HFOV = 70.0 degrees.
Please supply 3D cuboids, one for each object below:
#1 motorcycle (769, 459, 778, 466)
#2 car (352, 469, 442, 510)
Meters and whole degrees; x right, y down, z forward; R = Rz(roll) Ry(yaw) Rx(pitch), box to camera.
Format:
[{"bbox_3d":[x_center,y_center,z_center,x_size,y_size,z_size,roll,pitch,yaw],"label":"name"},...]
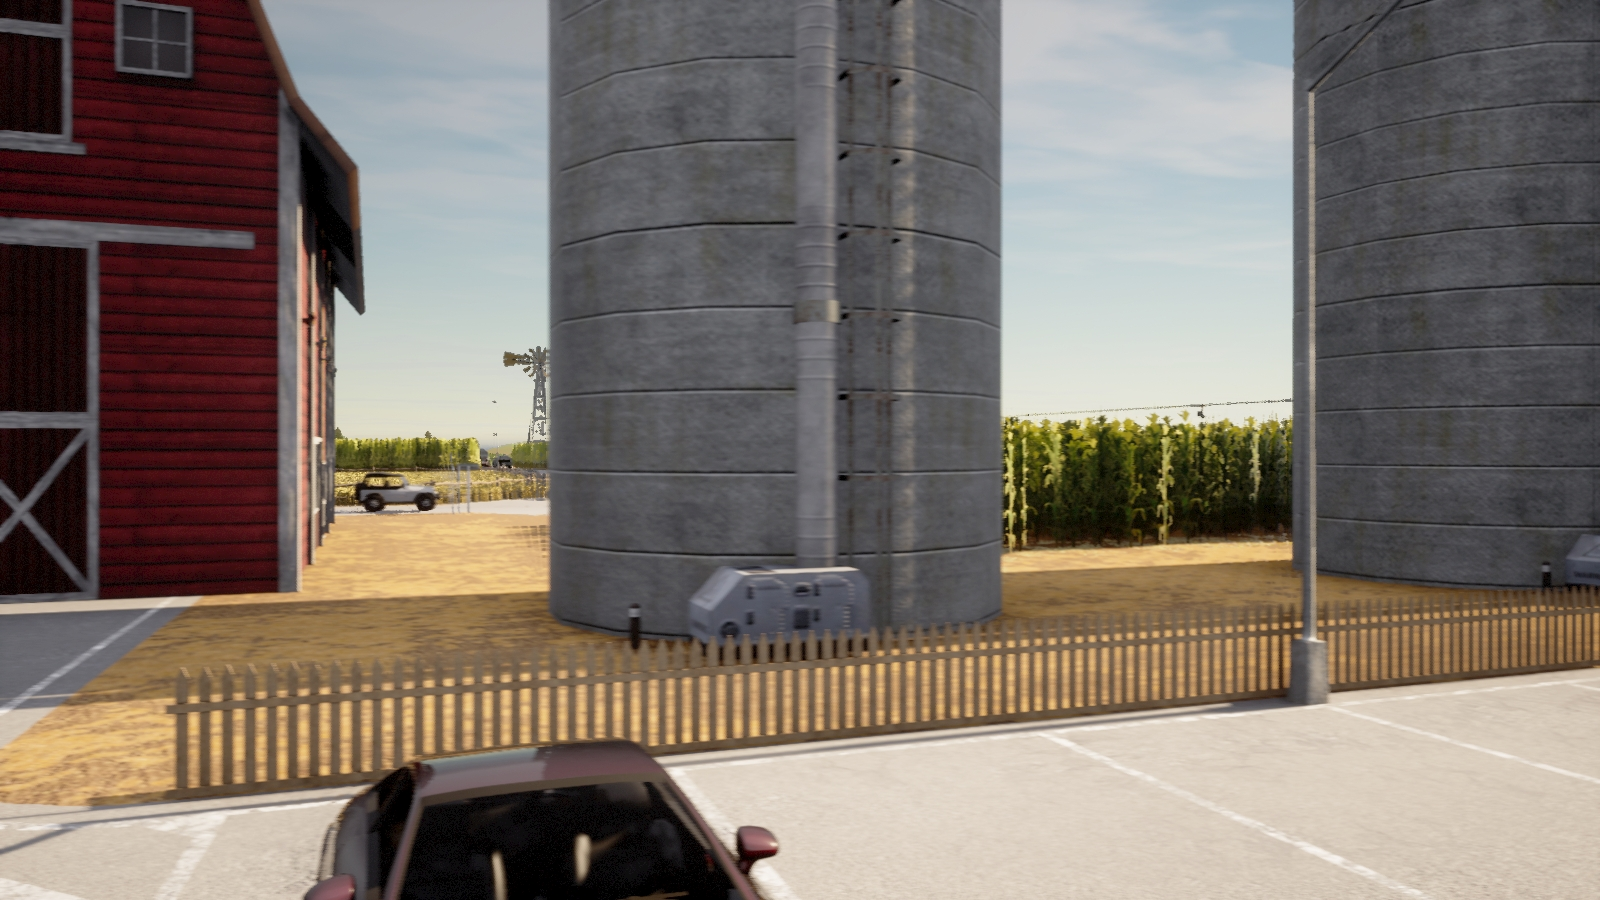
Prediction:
[{"bbox_3d":[-4.581,2.154,196.232,0.764,1.307,2.356,0,0,-21],"label":"motorcycle"},{"bbox_3d":[-19.107,1.857,54.342,3.866,1.878,1.905,0,0,-15],"label":"car"}]
